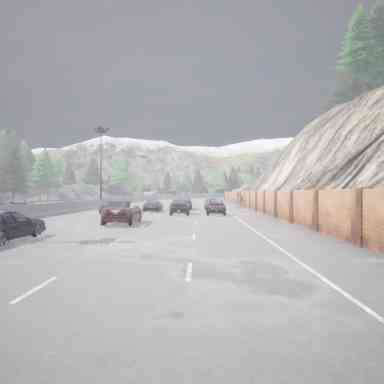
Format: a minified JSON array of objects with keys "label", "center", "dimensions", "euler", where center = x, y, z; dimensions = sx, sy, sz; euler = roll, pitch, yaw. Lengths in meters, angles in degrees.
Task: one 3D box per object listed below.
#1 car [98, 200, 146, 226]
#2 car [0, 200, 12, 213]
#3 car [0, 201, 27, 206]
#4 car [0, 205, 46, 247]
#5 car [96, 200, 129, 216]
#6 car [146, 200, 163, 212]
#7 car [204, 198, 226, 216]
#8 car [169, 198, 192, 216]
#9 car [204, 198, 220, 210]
[{"label":"car","center":[-4.901,1.353,23.667],"dimensions":[2.097,1.767,4.553],"euler":[0,0,1]},{"label":"car","center":[-22.197,1.586,36.997],"dimensions":[1.994,1.385,4.181],"euler":[0,0,1]},{"label":"car","center":[-18.767,1.601,34.805],"dimensions":[1.895,1.301,4.718],"euler":[0,0,2]},{"label":"car","center":[-8.597,1.547,14.948],"dimensions":[2.033,1.411,5.357],"euler":[0,0,1]},{"label":"car","center":[-8.152,1.547,34.517],"dimensions":[2.033,1.411,5.357],"euler":[0,0,1]},{"label":"car","center":[-4.544,1.564,39.015],"dimensions":[1.994,1.385,4.181],"euler":[0,0,1]},{"label":"car","center":[2.312,1.492,32.820],"dimensions":[2.128,1.511,4.902],"euler":[0,0,1]},{"label":"car","center":[-1.184,1.505,33.046],"dimensions":[1.837,1.490,4.892],"euler":[0,0,1]},{"label":"car","center":[2.550,1.526,43.266],"dimensions":[1.812,1.442,4.674],"euler":[0,0,1]}]
